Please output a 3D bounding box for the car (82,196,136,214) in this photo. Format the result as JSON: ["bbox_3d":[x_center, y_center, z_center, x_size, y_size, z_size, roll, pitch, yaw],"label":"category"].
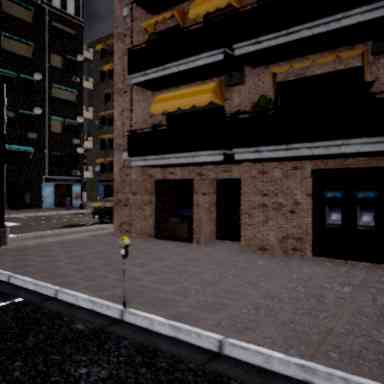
[{"bbox_3d":[-7.661,1.128,31.169,1.752,1.417,4.829,1,1,36],"label":"car"}]

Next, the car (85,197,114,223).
[{"bbox_3d":[-4.549,1.248,22.095,2.008,1.369,4.403,1,1,36],"label":"car"}]
